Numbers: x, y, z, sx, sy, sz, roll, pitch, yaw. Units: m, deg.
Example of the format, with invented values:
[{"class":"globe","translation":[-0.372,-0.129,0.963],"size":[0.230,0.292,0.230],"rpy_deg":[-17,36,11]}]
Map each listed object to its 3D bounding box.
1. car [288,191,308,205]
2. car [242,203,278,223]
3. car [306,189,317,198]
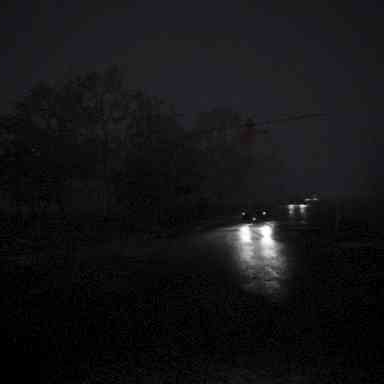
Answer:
[{"class":"car","translation":[14.956,1.088,47.296],"size":[1.837,1.490,4.892],"rpy_deg":[-4,1,24]},{"class":"car","translation":[5.150,1.525,24.998],"size":[1.895,1.301,4.718],"rpy_deg":[-4,0,24]},{"class":"car","translation":[25.345,0.341,70.959],"size":[2.150,2.045,5.566],"rpy_deg":[-4,-1,24]}]
